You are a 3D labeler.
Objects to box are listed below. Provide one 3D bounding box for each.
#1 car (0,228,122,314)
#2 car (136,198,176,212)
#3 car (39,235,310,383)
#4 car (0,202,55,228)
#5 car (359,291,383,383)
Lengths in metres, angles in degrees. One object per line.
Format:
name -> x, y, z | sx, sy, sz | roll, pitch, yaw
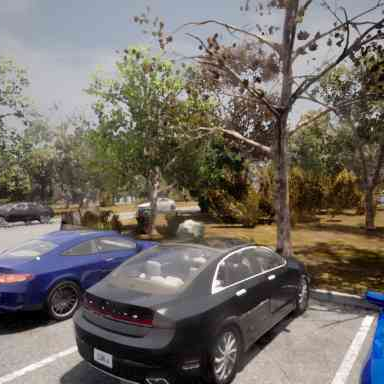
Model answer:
car -> -2.202, 1.525, 7.385 | 2.002, 1.452, 4.674 | 0, 0, 36
car -> -3.441, 1.314, 32.954 | 1.812, 1.442, 4.674 | -3, -1, 35
car -> 0.463, 1.483, 5.480 | 2.231, 1.521, 4.892 | 0, 0, 36
car -> -11.207, 1.413, 21.157 | 2.128, 1.511, 4.902 | -3, -1, 31
car -> 3.134, 1.479, 3.587 | 2.097, 1.535, 5.008 | 0, 0, 36
